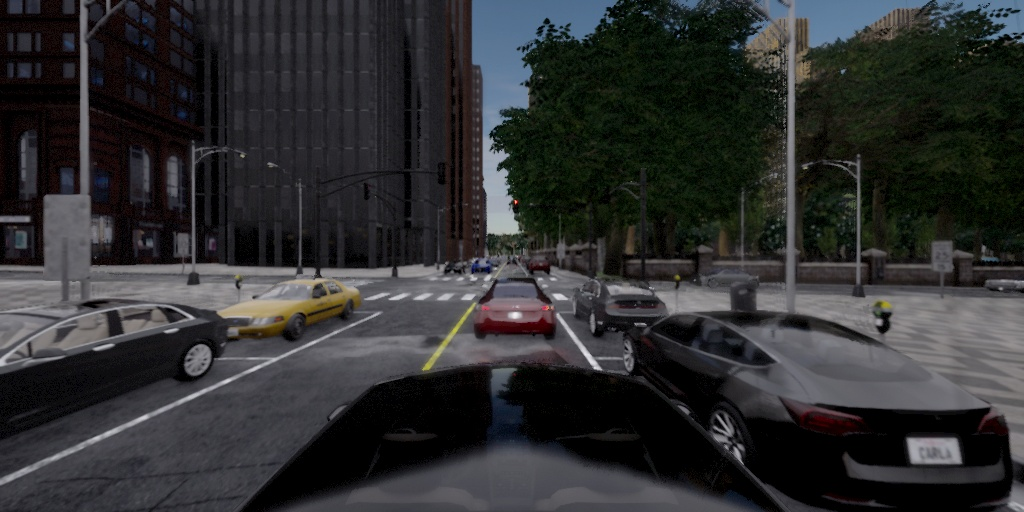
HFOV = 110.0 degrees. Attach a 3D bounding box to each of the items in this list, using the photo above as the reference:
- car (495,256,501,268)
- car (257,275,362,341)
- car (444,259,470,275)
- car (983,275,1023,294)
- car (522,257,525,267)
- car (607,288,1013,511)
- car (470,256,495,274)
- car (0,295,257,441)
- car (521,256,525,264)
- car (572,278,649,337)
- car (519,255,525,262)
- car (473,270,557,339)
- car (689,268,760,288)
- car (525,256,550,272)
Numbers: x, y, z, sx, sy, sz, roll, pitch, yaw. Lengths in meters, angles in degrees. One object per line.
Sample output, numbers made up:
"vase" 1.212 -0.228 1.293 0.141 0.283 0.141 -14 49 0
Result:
"car" -3.049 1.071 53.524 1.994 1.385 4.181 0 0 1
"car" -5.761 1.232 9.765 1.751 1.417 4.829 0 0 0
"car" -5.756 1.143 36.599 1.948 1.339 4.313 0 0 0
"car" 36.068 1.996 24.849 4.718 1.301 1.895 1 0 0
"car" 2.771 1.097 47.519 1.948 1.339 4.313 0 0 0
"car" 2.763 1.301 4.430 1.948 1.339 4.313 0 0 0
"car" -3.085 1.052 37.209 1.882 1.535 5.008 0 1 0
"car" -5.762 1.286 4.423 2.007 1.370 4.403 0 0 0
"car" 2.772 1.059 52.976 2.007 1.370 4.403 0 0 0
"car" 2.764 1.257 9.943 2.007 1.370 4.403 0 0 0
"car" 2.774 0.903 63.889 1.967 1.591 4.097 0 0 0
"car" 0.082 1.271 9.935 1.994 1.385 4.181 0 0 0
"car" 14.598 1.513 24.741 4.181 1.385 1.994 1 0 0
"car" 2.769 0.891 36.607 2.192 1.841 5.009 0 0 0
